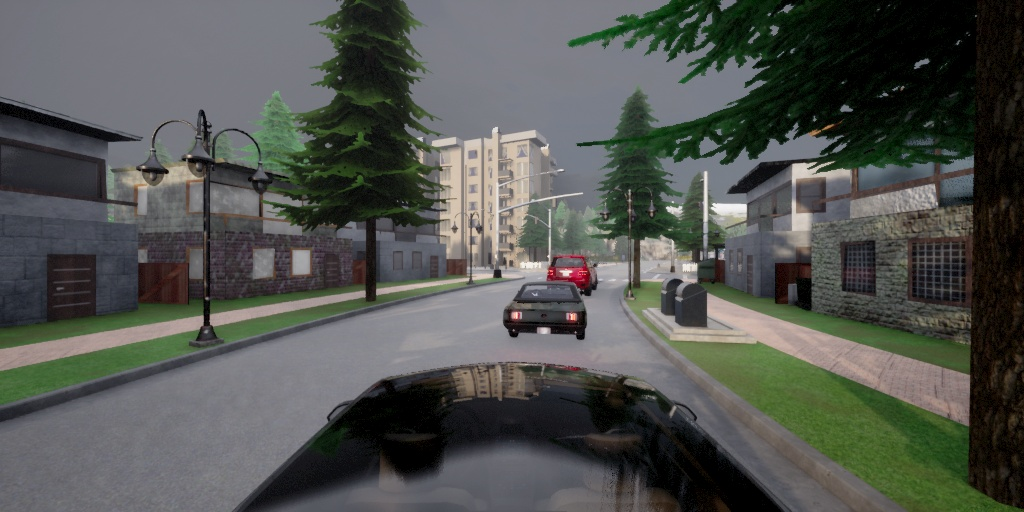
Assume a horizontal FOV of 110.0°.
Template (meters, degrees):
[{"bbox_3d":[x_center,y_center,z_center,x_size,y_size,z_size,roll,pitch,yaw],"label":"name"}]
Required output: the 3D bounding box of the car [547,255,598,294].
[{"bbox_3d":[3.366,0.971,19.553,2.150,2.045,5.566,0,0,18],"label":"car"}]

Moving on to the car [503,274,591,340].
[{"bbox_3d":[1.071,1.351,10.057,1.895,1.301,4.718,0,0,9],"label":"car"}]
